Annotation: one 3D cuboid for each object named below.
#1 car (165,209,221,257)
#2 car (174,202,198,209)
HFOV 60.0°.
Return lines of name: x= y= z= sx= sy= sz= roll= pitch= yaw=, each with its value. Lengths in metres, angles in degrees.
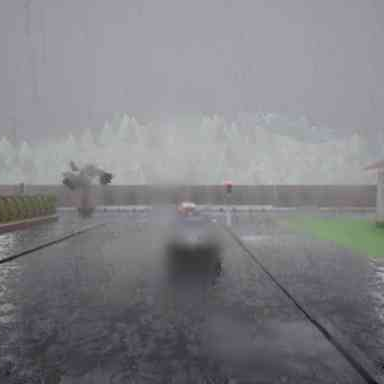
car: x=0.049 y=1.572 z=13.058 sx=1.994 sy=1.385 sz=4.181 roll=0 pitch=0 yaw=1
car: x=-0.494 y=1.541 z=28.496 sx=1.812 sy=1.442 sz=4.674 roll=0 pitch=0 yaw=-8
